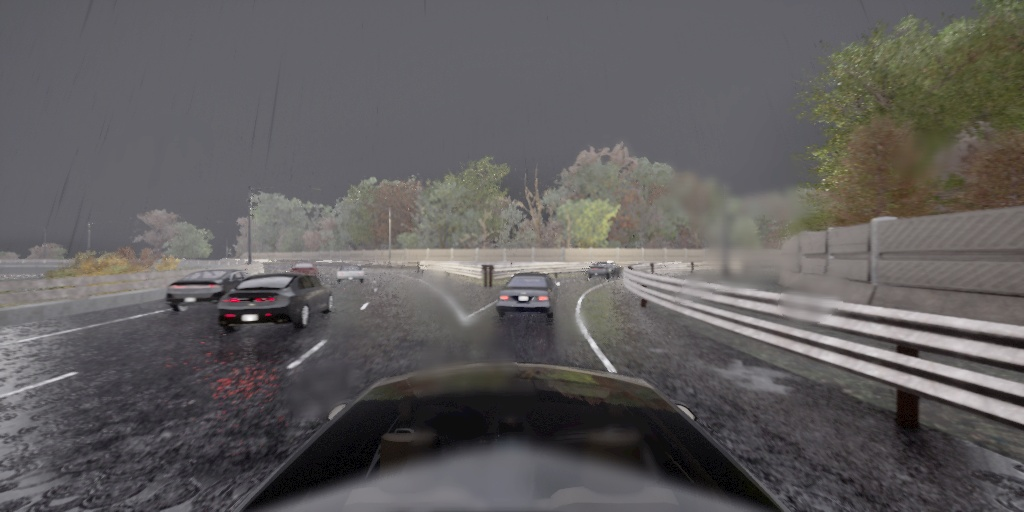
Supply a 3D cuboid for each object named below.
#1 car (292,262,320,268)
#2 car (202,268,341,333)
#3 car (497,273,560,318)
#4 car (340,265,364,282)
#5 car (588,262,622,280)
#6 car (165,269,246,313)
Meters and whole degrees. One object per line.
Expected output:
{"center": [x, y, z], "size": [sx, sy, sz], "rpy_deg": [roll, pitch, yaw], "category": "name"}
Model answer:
{"center": [-17.933, 1.275, 31.152], "size": [1.882, 1.535, 5.008], "rpy_deg": [0, 0, -26], "category": "car"}
{"center": [-6.870, 1.268, 10.952], "size": [1.837, 1.490, 4.892], "rpy_deg": [0, -1, -14], "category": "car"}
{"center": [0.733, 1.316, 13.171], "size": [2.033, 1.411, 5.357], "rpy_deg": [0, 0, 9], "category": "car"}
{"center": [-12.991, 1.394, 28.936], "size": [1.895, 1.301, 4.718], "rpy_deg": [0, 0, -24], "category": "car"}
{"center": [8.269, 1.289, 31.584], "size": [2.128, 1.511, 4.902], "rpy_deg": [0, 0, 33], "category": "car"}
{"center": [-11.389, 1.260, 14.268], "size": [2.128, 1.511, 4.902], "rpy_deg": [0, 0, -16], "category": "car"}
